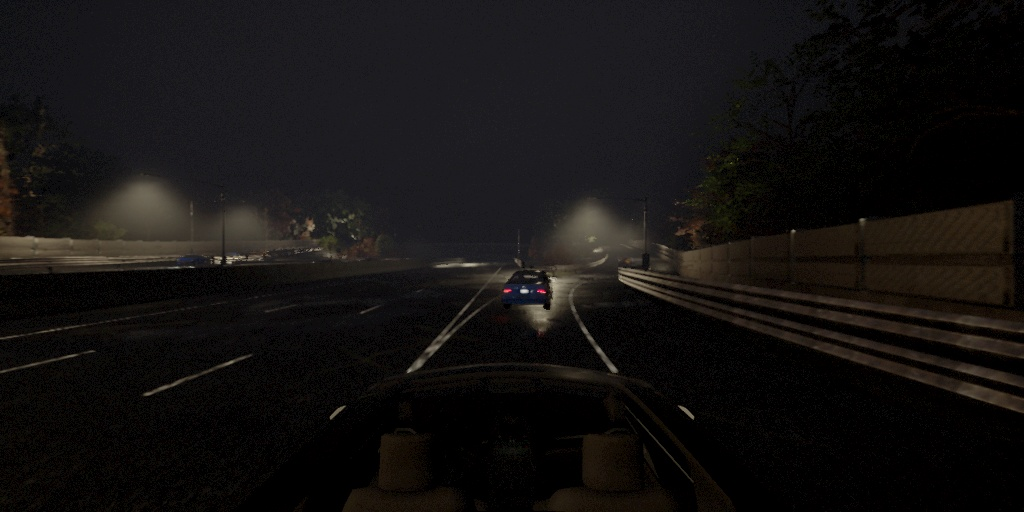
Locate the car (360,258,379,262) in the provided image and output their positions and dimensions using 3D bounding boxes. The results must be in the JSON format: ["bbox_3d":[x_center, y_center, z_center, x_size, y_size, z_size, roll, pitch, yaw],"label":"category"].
[{"bbox_3d":[-21.183,1.097,53.476,2.097,1.767,4.553,0,0,0],"label":"car"}]

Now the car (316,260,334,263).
[{"bbox_3d":[-28.164,1.285,53.067,2.033,1.411,5.357,0,0,1],"label":"car"}]

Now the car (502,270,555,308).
[{"bbox_3d":[0.789,1.303,15.213,2.033,1.411,5.357,0,0,8],"label":"car"}]
